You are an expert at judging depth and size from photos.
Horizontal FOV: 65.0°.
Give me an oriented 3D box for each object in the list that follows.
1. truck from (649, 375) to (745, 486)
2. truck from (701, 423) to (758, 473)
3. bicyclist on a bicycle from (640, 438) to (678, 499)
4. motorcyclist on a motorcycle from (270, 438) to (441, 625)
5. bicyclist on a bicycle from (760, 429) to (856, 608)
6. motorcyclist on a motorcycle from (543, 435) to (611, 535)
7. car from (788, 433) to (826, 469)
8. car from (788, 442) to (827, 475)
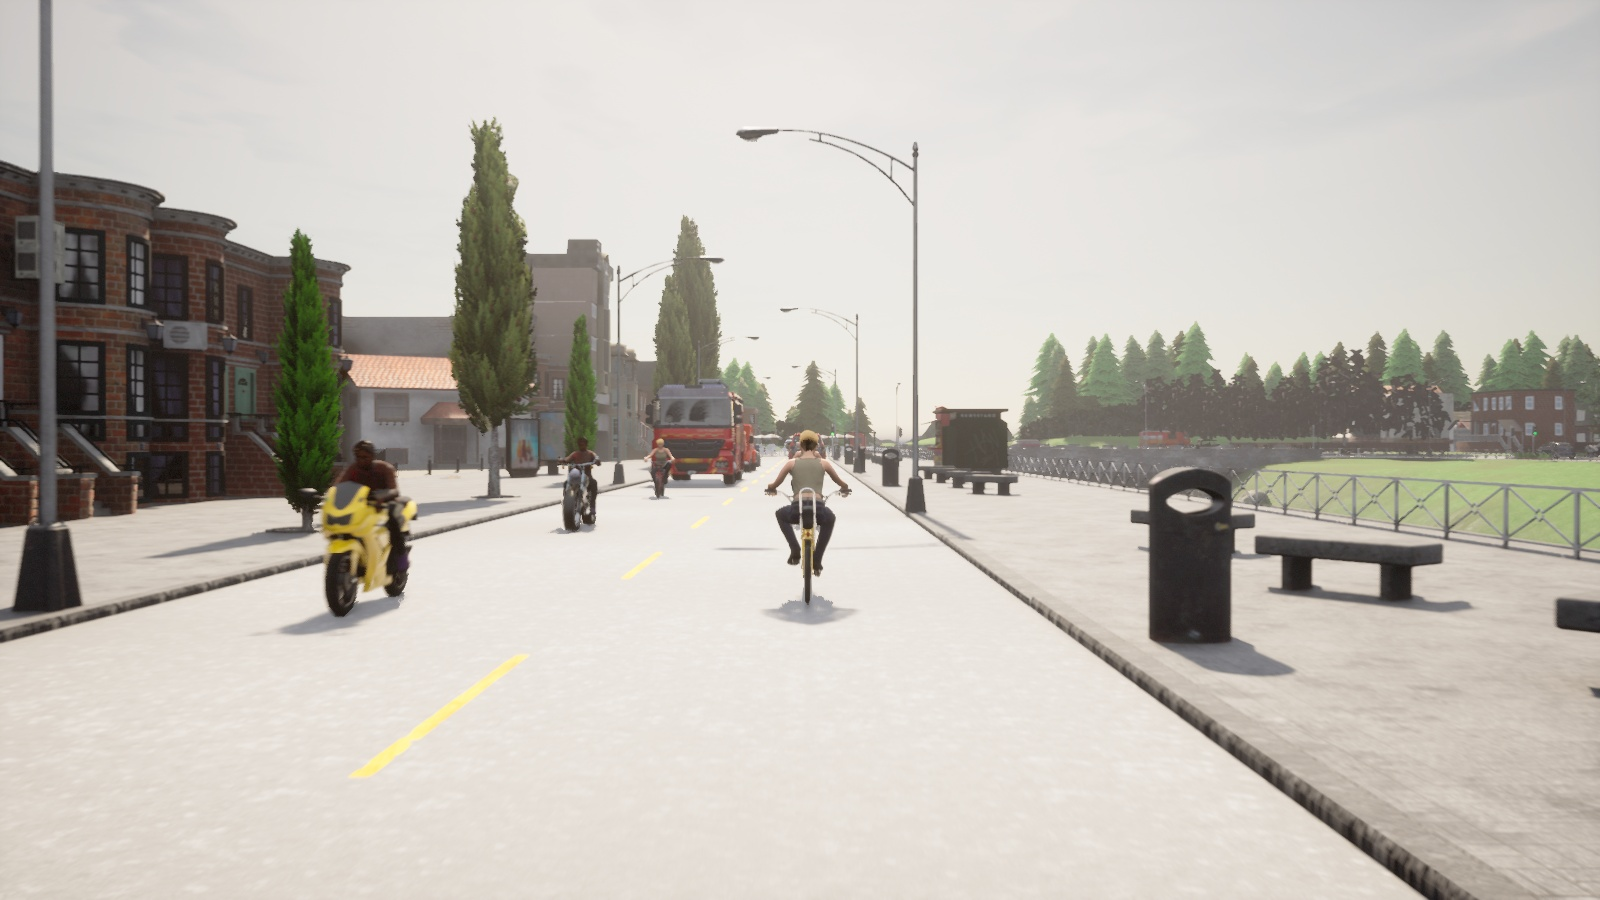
[{"bbox_3d":[-3.723,-0.688,47.299,2.891,3.827,8.468,0,0,0],"label":"truck"},{"bbox_3d":[-3.621,-0.113,65.622,2.627,2.467,5.204,0,0,0],"label":"truck"},{"bbox_3d":[-3.797,0.489,33.937,0.866,1.612,1.509,0,0,0],"label":"bicyclist on a bicycle"},{"bbox_3d":[-3.922,0.662,11.275,0.797,1.523,2.044,0,0,0],"label":"motorcyclist on a motorcycle"},{"bbox_3d":[0.077,0.615,12.083,0.866,1.612,1.509,0,0,1],"label":"bicyclist on a bicycle"},{"bbox_3d":[-3.863,0.570,21.951,0.766,1.649,2.350,0,0,0],"label":"motorcyclist on a motorcycle"},{"bbox_3d":[0.422,0.051,73.647,2.150,2.045,5.566,0,0,0],"label":"car"},{"bbox_3d":[0.346,0.388,59.840,1.789,1.549,3.705,0,0,0],"label":"car"}]
